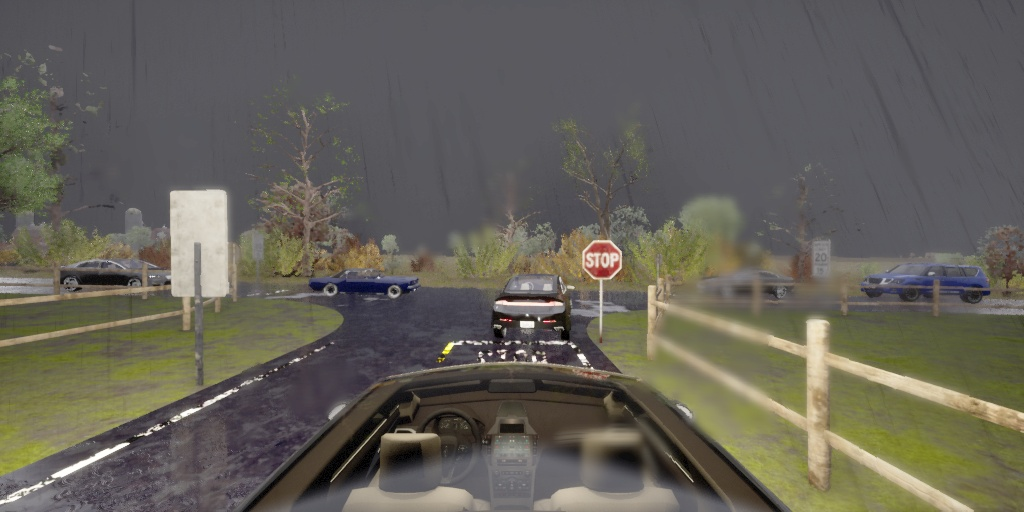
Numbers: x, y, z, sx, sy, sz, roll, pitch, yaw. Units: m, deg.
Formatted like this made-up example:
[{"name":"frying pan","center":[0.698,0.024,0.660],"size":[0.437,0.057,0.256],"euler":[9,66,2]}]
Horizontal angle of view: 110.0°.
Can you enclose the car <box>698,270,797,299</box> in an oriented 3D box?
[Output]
[{"name":"car","center":[13.004,1.525,19.965],"size":[4.902,1.511,2.128],"euler":[1,1,0]}]

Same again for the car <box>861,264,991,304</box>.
[{"name":"car","center":[22.900,1.466,19.954],"size":[5.566,2.045,2.150],"euler":[1,1,0]}]

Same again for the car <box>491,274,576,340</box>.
[{"name":"car","center":[0.707,1.240,10.006],"size":[2.128,1.511,4.902],"euler":[0,0,9]}]

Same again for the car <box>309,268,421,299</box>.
[{"name":"car","center":[-6.822,1.248,17.037],"size":[4.718,1.301,1.895],"euler":[1,1,0]}]

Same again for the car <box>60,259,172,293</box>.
[{"name":"car","center":[-18.490,0.885,17.054],"size":[4.902,1.511,2.128],"euler":[1,1,0]}]
